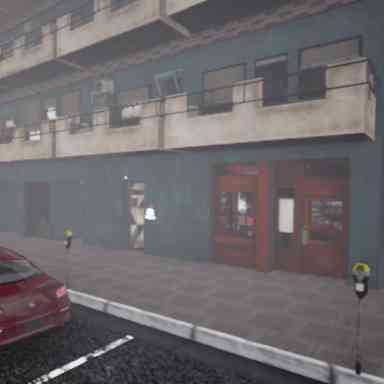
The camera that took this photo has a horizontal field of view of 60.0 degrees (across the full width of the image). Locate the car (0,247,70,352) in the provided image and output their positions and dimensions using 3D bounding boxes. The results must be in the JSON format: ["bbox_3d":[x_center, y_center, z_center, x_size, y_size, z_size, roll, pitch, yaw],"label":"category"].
[{"bbox_3d":[-3.733,1.575,5.521,4.206,1.307,1.802,0,1,35],"label":"car"}]
